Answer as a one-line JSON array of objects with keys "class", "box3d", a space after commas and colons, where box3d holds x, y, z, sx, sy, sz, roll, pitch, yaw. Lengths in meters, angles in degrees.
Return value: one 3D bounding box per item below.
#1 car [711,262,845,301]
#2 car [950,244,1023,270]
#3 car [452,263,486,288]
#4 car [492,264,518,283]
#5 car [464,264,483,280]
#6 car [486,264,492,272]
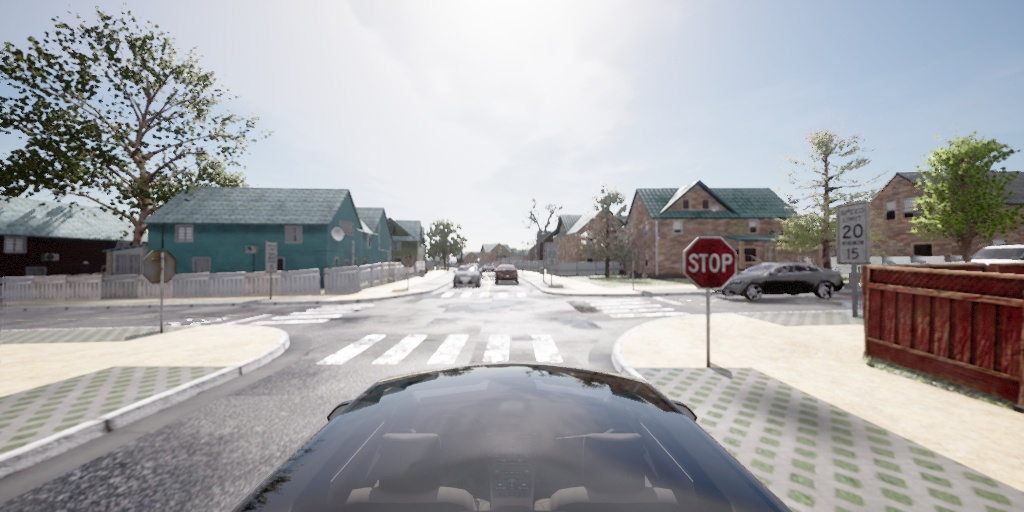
[{"class": "car", "box3d": [11.125, 1.032, 15.197, 4.902, 1.511, 2.128, -1, -1, 0]}, {"class": "car", "box3d": [21.460, 0.512, 15.169, 5.566, 2.045, 2.150, -2, -1, 0]}, {"class": "car", "box3d": [-3.219, 1.463, 26.231, 2.128, 1.511, 4.902, 0, -1, -3]}, {"class": "car", "box3d": [-0.554, 1.509, 31.543, 1.882, 1.535, 5.008, 0, -1, -4]}, {"class": "car", "box3d": [-4.005, 1.606, 37.625, 1.837, 1.490, 4.892, 0, -1, -5]}, {"class": "car", "box3d": [-3.870, 1.964, 58.391, 1.895, 1.301, 4.718, 0, -1, -10]}]
